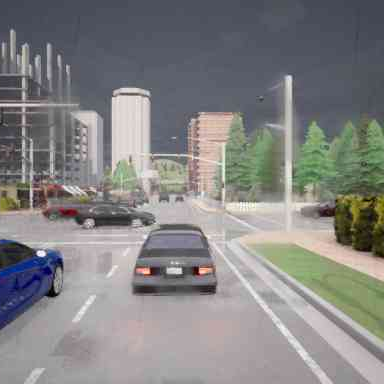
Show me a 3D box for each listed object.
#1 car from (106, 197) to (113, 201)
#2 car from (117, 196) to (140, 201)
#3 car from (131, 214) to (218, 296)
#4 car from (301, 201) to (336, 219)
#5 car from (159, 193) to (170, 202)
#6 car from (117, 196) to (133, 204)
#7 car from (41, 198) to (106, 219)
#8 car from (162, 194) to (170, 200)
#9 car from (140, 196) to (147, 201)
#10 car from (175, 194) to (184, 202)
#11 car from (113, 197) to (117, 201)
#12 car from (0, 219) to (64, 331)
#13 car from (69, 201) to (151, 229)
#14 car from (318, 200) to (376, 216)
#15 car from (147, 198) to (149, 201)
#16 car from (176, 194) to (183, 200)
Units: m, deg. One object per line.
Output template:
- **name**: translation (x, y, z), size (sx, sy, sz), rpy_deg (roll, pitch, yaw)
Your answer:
- **car**: translation (-12.278, 1.547, 43.820), size (2.033, 1.411, 5.357), rpy_deg (0, 0, -2)
- **car**: translation (-8.881, 1.564, 46.829), size (1.994, 1.385, 4.181), rpy_deg (0, 0, -2)
- **car**: translation (-0.409, 1.547, 8.820), size (2.033, 1.411, 5.357), rpy_deg (0, 0, -2)
- **car**: translation (11.779, 1.478, 28.178), size (5.008, 1.535, 1.882), rpy_deg (0, 0, -1)
- **car**: translation (-6.317, 1.217, 75.211), size (2.150, 2.045, 5.566), rpy_deg (0, 0, -2)
- **car**: translation (-12.974, 1.547, 64.838), size (2.033, 1.411, 5.357), rpy_deg (0, 0, -1)
- **car**: translation (-9.951, 1.352, 27.565), size (4.553, 1.767, 2.097), rpy_deg (0, 0, -34)
- **car**: translation (-6.665, 1.351, 84.745), size (1.812, 1.442, 4.674), rpy_deg (0, 0, -2)
- **car**: translation (-9.175, 1.564, 55.191), size (1.994, 1.385, 4.181), rpy_deg (0, 0, -2)
- **car**: translation (-2.831, 1.493, 75.659), size (1.837, 1.490, 4.892), rpy_deg (0, 0, -2)
- **car**: translation (-12.635, 1.547, 53.858), size (2.033, 1.411, 5.357), rpy_deg (0, 0, -2)
- **car**: translation (-3.723, 1.478, 5.526), size (1.882, 1.535, 5.008), rpy_deg (0, 0, -3)
- **car**: translation (-4.747, 1.504, 20.792), size (4.892, 1.490, 1.837), rpy_deg (0, 0, -1)
- **car**: translation (14.714, 1.526, 31.691), size (4.674, 1.442, 1.812), rpy_deg (0, 0, -1)
- **car**: translation (-9.486, 1.564, 65.144), size (1.994, 1.385, 4.181), rpy_deg (0, 0, -1)
- **car**: translation (-3.167, 1.326, 84.873), size (1.837, 1.490, 4.892), rpy_deg (0, 0, -2)
